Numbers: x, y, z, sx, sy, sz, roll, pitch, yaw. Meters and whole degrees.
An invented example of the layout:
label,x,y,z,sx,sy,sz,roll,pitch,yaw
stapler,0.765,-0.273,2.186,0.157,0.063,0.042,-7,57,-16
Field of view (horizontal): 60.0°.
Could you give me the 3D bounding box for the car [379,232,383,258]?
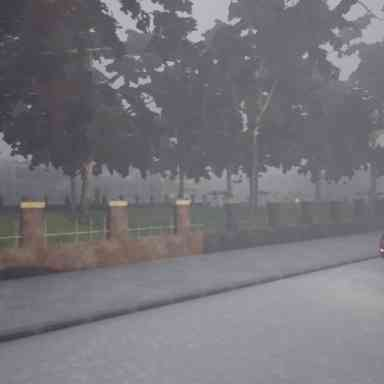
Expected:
label,x,y,z,sx,sy,sz,roll,pitch,yaw
car,8.131,1.267,10.417,5.566,2.045,2.150,0,0,-36
